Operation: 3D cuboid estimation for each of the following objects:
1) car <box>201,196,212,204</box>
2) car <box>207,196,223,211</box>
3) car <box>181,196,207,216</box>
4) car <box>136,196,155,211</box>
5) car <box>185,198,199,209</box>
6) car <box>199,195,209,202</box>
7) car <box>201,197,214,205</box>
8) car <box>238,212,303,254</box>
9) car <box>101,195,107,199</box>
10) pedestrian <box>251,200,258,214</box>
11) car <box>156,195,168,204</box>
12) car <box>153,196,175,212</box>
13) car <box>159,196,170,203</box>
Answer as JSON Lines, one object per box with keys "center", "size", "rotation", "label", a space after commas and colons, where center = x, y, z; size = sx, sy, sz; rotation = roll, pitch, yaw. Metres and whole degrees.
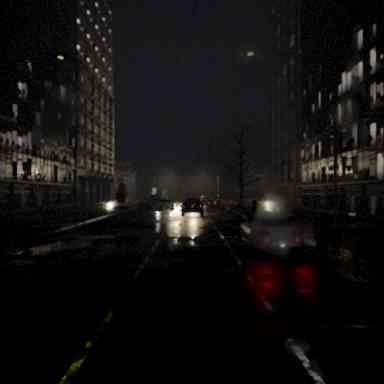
{"center": [2.684, 1.491, 63.268], "size": [1.887, 1.381, 4.507], "rotation": [0, 0, 0], "label": "car"}
{"center": [2.688, 1.408, 40.500], "size": [1.967, 1.590, 4.097], "rotation": [0, 0, 0], "label": "car"}
{"center": [0.052, 1.327, 32.357], "size": [2.097, 1.767, 4.553], "rotation": [0, 0, 0], "label": "car"}
{"center": [-5.693, 1.494, 40.345], "size": [1.752, 1.417, 4.829], "rotation": [0, 0, 0], "label": "car"}
{"center": [0.038, 1.564, 45.303], "size": [1.895, 1.301, 4.718], "rotation": [0, 0, 1], "label": "car"}
{"center": [2.682, 1.486, 74.652], "size": [2.008, 1.369, 4.403], "rotation": [0, 0, 0], "label": "car"}
{"center": [2.685, 1.502, 57.576], "size": [2.008, 1.369, 4.403], "rotation": [0, 0, 0], "label": "car"}
{"center": [2.998, 1.517, 13.300], "size": [1.812, 1.442, 4.674], "rotation": [0, 0, 0], "label": "car"}
{"center": [-25.426, 1.346, 87.057], "size": [4.403, 1.369, 2.008], "rotation": [0, -1, 1], "label": "car"}
{"center": [2.997, 1.282, 16.141], "size": [0.375, 1.860, 0.375], "rotation": [0, 0, -2], "label": "pedestrian"}
{"center": [-5.696, 1.386, 63.283], "size": [1.967, 1.590, 4.097], "rotation": [0, 0, 0], "label": "car"}
{"center": [-3.098, 1.495, 39.076], "size": [1.812, 1.442, 4.674], "rotation": [0, 0, 0], "label": "car"}
{"center": [-5.698, 1.491, 68.976], "size": [2.008, 1.369, 4.403], "rotation": [0, 0, 0], "label": "car"}
